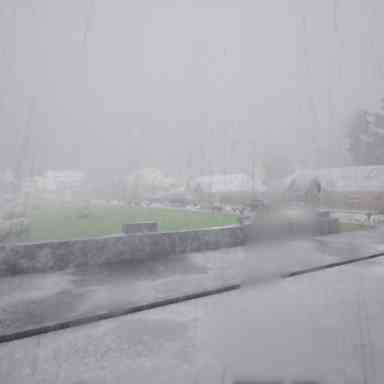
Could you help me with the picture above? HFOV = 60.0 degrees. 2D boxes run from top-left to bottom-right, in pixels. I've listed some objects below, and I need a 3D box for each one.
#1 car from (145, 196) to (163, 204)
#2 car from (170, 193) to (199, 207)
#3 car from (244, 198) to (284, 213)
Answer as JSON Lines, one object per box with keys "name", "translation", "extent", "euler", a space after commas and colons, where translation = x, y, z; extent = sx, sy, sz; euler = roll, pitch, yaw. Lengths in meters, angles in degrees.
{"name": "car", "translation": [-7.606, 1.478, 65.827], "extent": [1.882, 1.535, 5.008], "euler": [0, 0, -35]}
{"name": "car", "translation": [-1.237, 1.223, 49.839], "extent": [2.150, 2.045, 5.566], "euler": [0, 0, -35]}
{"name": "car", "translation": [7.930, 1.505, 36.940], "extent": [1.837, 1.490, 4.892], "euler": [0, 0, -35]}
